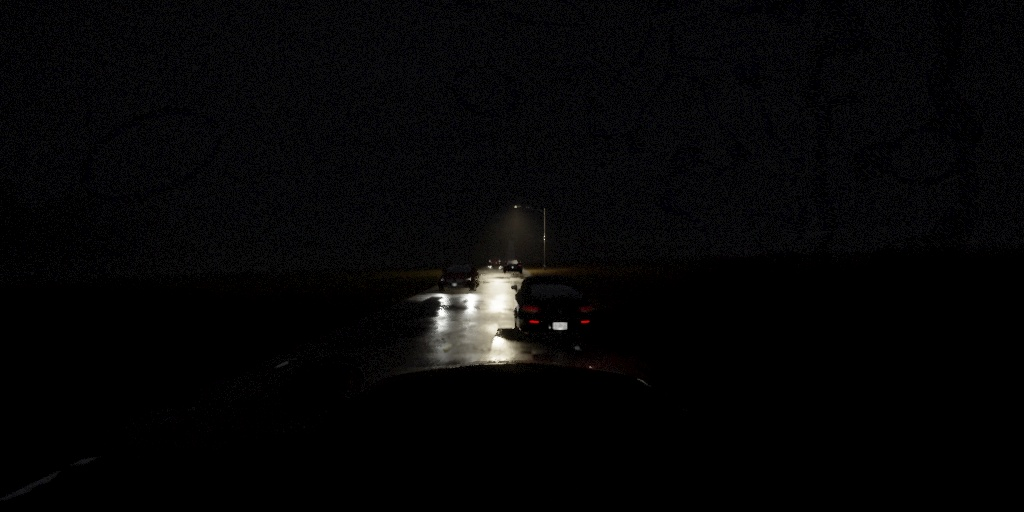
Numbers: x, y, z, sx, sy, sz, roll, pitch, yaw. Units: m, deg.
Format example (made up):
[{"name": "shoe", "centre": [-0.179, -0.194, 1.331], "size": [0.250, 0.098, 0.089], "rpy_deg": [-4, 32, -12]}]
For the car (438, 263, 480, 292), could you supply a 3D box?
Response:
[{"name": "car", "centre": [-2.846, 1.129, 20.094], "size": [1.812, 1.442, 4.674], "rpy_deg": [0, 0, 0]}]

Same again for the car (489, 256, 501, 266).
[{"name": "car", "centre": [-2.805, 0.809, 60.844], "size": [2.097, 1.767, 4.553], "rpy_deg": [0, 0, 0]}]

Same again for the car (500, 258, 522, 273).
[{"name": "car", "centre": [0.078, 1.082, 38.139], "size": [1.994, 1.385, 4.181], "rpy_deg": [0, 0, 0]}]

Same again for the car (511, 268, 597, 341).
[{"name": "car", "centre": [0.964, 1.210, 9.470], "size": [1.812, 1.442, 4.674], "rpy_deg": [0, 0, 0]}]
